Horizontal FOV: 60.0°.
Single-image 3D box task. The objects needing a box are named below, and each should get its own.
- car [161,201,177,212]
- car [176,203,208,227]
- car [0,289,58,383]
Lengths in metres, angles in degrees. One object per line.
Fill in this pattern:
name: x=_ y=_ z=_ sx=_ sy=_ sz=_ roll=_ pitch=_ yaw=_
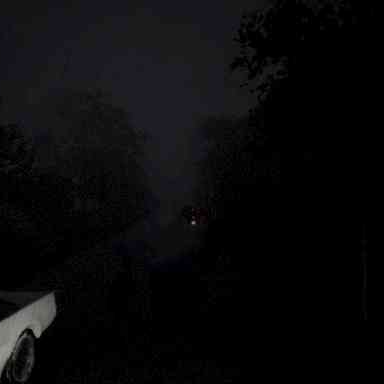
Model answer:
car: x=-2.941 y=1.900 z=43.714 sx=2.033 sy=1.411 sz=5.357 roll=0 pitch=-1 yaw=0
car: x=0.083 y=1.678 z=23.277 sx=1.895 sy=1.301 sz=4.718 roll=0 pitch=0 yaw=0
car: x=-2.851 y=1.601 z=2.520 sx=1.895 sy=1.301 sz=4.718 roll=0 pitch=0 yaw=0
